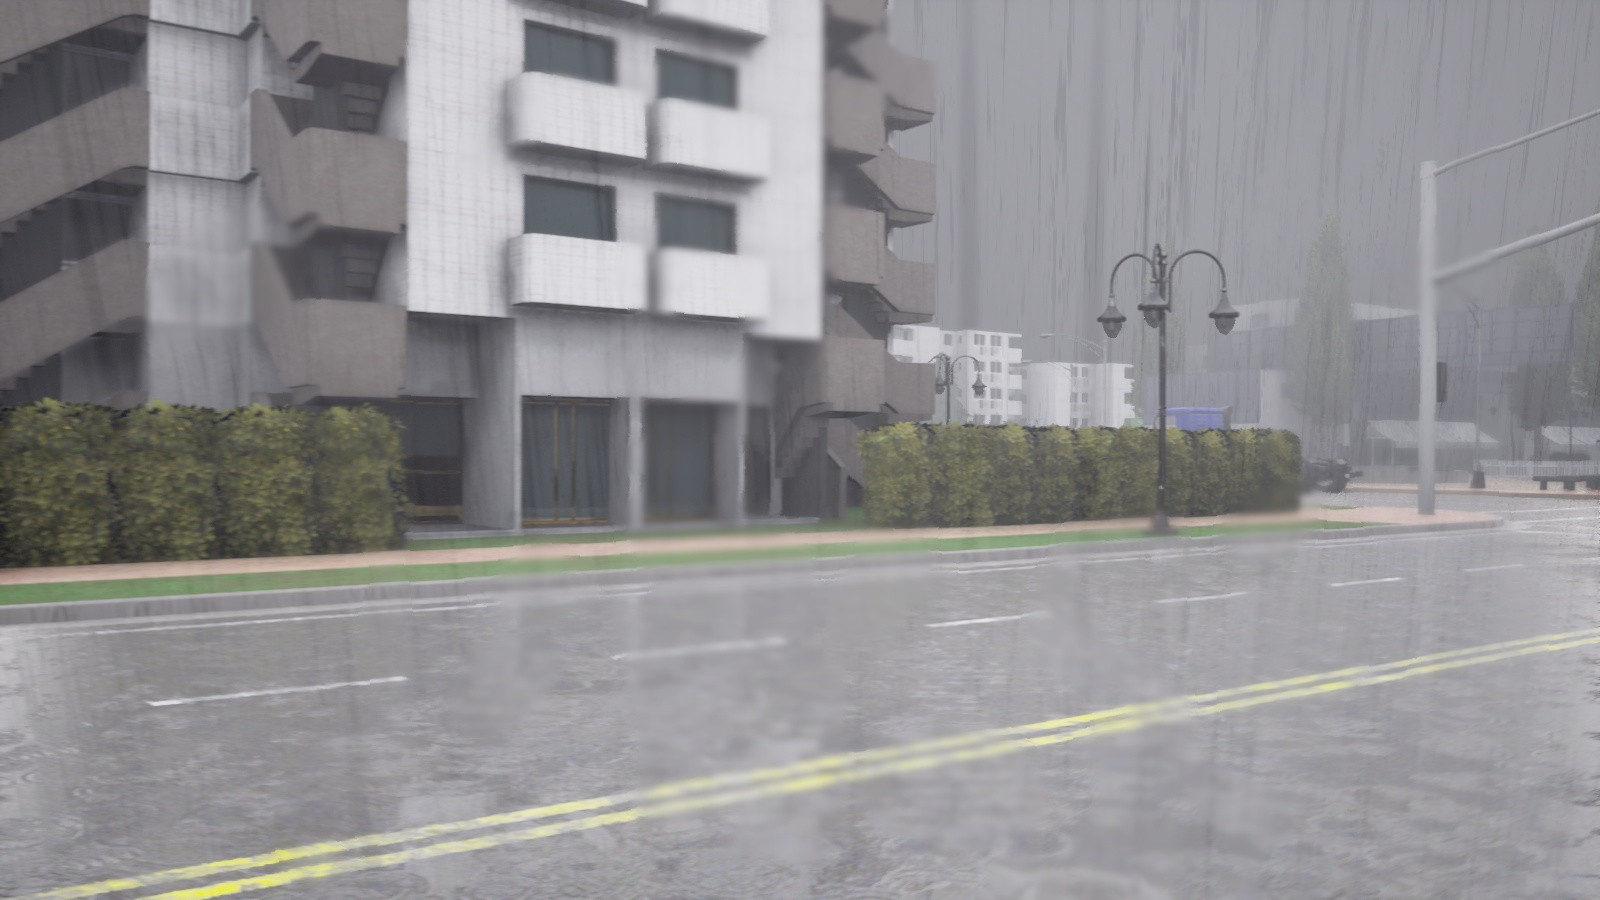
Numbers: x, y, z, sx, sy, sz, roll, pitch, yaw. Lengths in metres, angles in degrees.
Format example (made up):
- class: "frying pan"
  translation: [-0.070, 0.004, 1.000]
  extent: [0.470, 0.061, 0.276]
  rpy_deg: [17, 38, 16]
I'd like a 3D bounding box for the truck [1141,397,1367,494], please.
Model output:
- class: "truck"
  translation: [17.539, -0.154, 49.068]
  extent: [2.891, 3.462, 7.936]
  rpy_deg: [0, 0, -38]
